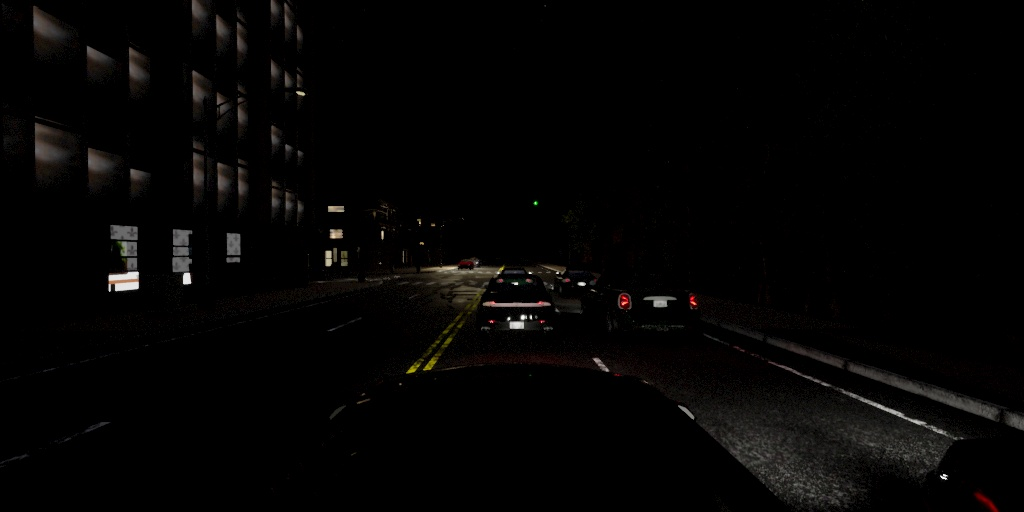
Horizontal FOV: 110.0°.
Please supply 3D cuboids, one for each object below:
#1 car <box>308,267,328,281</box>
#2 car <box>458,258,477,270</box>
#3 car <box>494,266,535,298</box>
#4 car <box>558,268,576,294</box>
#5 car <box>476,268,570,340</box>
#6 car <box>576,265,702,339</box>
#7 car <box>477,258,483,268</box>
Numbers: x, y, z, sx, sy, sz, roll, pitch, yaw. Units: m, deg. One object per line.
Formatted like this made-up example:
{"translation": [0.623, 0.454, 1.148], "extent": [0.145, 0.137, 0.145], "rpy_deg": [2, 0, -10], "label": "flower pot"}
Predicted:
{"translation": [-19.704, 1.521, 33.073], "extent": [5.008, 1.535, 1.882], "rpy_deg": [-1, 1, 0], "label": "car"}
{"translation": [-6.587, 1.220, 51.479], "extent": [1.882, 1.535, 5.008], "rpy_deg": [0, 0, 0], "label": "car"}
{"translation": [0.120, 1.311, 19.288], "extent": [1.994, 1.385, 4.181], "rpy_deg": [0, 0, 0], "label": "car"}
{"translation": [3.362, 1.310, 19.295], "extent": [1.994, 1.385, 4.181], "rpy_deg": [0, 0, 0], "label": "car"}
{"translation": [0.108, 1.240, 9.963], "extent": [2.128, 1.511, 4.902], "rpy_deg": [0, 0, 0], "label": "car"}
{"translation": [3.357, 1.100, 10.241], "extent": [2.097, 1.767, 4.553], "rpy_deg": [0, 0, 0], "label": "car"}
{"translation": [-6.593, 1.094, 61.276], "extent": [2.097, 1.767, 4.553], "rpy_deg": [0, 0, 0], "label": "car"}
